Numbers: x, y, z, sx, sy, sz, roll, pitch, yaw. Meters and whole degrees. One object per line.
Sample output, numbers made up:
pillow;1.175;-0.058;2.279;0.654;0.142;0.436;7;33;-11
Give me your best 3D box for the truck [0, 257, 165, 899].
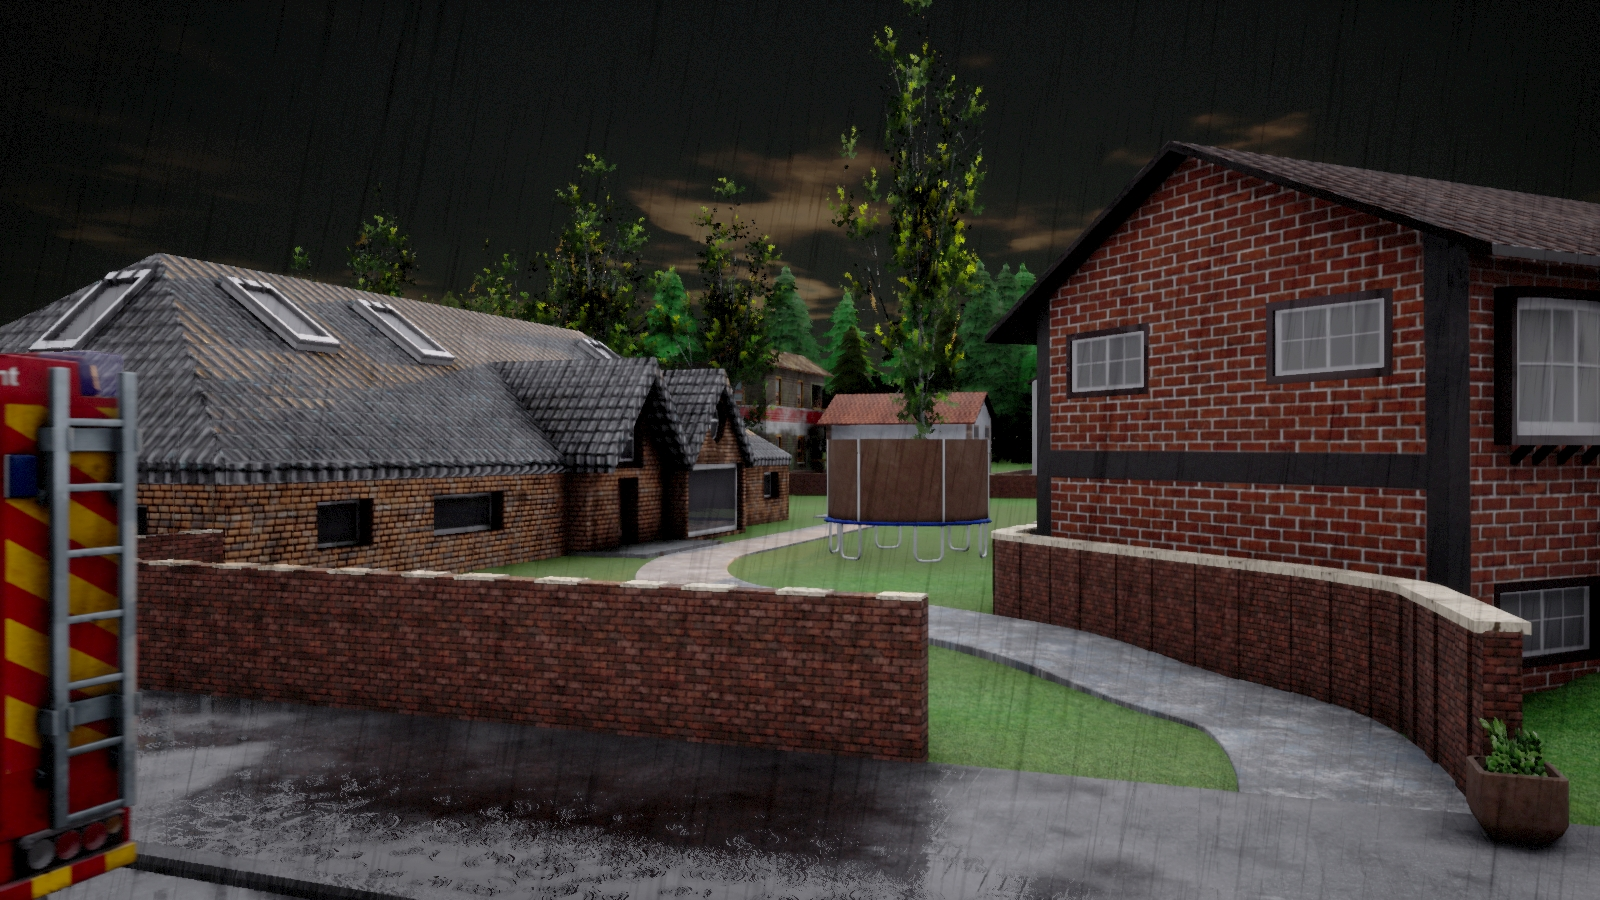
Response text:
truck;-8.365;0.890;7.135;8.468;3.827;2.891;0;0;20
